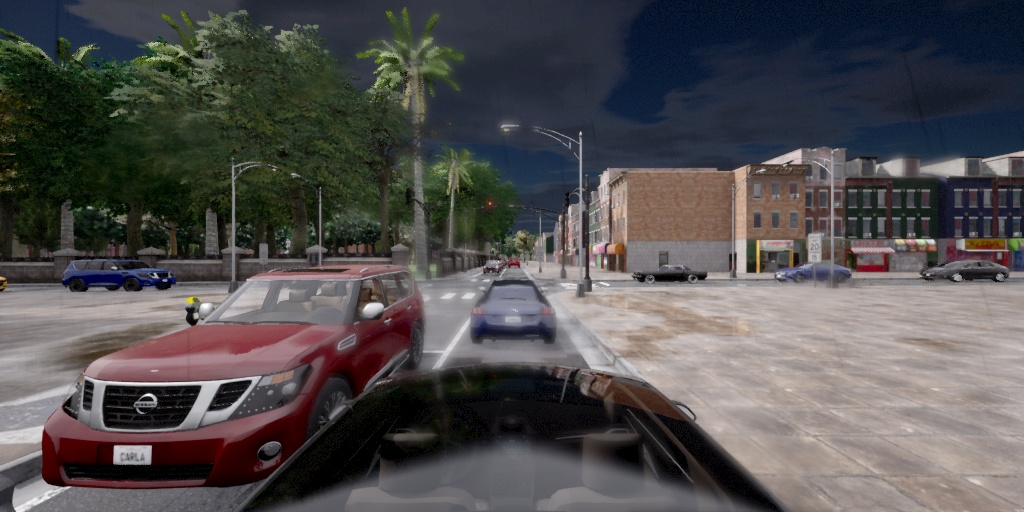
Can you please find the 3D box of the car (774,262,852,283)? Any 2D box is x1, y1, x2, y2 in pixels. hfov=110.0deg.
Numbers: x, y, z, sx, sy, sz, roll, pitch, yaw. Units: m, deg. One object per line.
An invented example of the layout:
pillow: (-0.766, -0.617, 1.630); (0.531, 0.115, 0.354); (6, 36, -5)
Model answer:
car: (21.146, 1.138, 25.252); (4.674, 1.442, 1.812); (0, 0, 0)

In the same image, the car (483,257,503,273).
car: (-2.401, 1.268, 43.152); (1.967, 1.591, 4.097); (0, 0, 0)

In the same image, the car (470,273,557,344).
car: (0.042, 1.316, 9.622); (1.994, 1.385, 4.181); (0, 0, 0)

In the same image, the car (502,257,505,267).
car: (-2.367, 1.290, 48.840); (1.967, 1.591, 4.097); (0, 0, 0)

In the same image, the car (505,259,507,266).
car: (-2.302, 1.484, 60.217); (1.802, 1.307, 4.207); (0, 0, 0)

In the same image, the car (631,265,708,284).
car: (10.982, 1.279, 25.309); (4.718, 1.301, 1.895); (0, 0, 1)

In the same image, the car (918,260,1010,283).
car: (31.674, 1.065, 25.195); (4.892, 1.490, 1.837); (0, 0, 0)

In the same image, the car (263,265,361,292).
car: (-12.383, 1.369, 22.456); (4.902, 1.511, 2.128); (-1, 0, 0)

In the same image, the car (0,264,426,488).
car: (-2.622, 1.065, 5.006); (2.192, 1.841, 5.009); (0, 0, 0)

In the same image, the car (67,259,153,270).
car: (-24.551, 1.216, 22.506); (5.566, 2.045, 2.150); (-1, 0, 0)

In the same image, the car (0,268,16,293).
car: (-35.053, 1.587, 22.568); (5.008, 1.535, 1.882); (-1, 0, 0)
